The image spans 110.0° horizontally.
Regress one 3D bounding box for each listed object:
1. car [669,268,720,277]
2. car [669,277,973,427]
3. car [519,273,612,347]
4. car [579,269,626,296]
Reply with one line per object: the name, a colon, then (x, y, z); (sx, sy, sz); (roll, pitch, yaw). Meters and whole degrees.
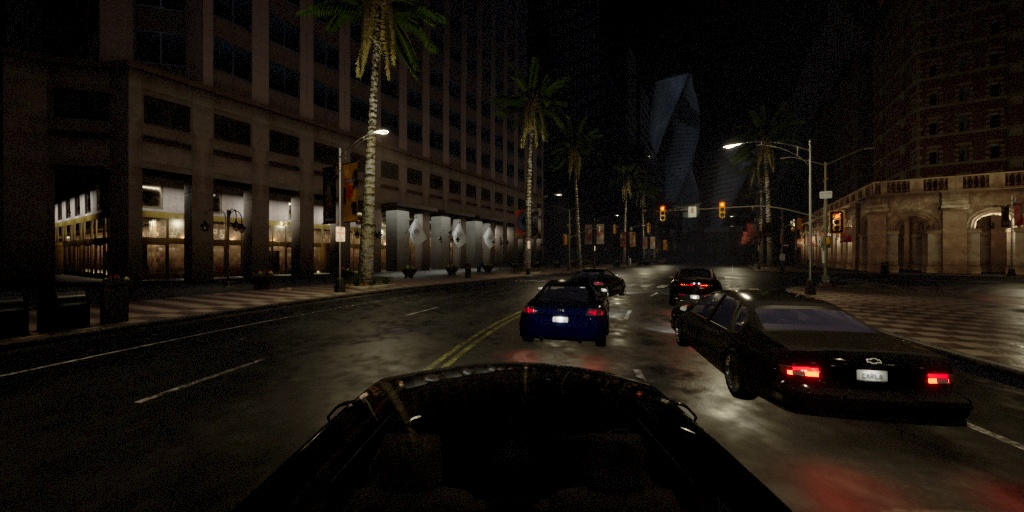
car: (7.827, 1.255, 15.283); (1.837, 1.490, 4.892); (0, 0, 28)
car: (4.256, 1.297, 6.214); (2.033, 1.411, 5.357); (0, 0, 11)
car: (1.548, 1.314, 9.529); (1.994, 1.385, 4.181); (0, 0, 15)
car: (4.129, 1.314, 17.474); (1.994, 1.385, 4.181); (0, 0, 32)
